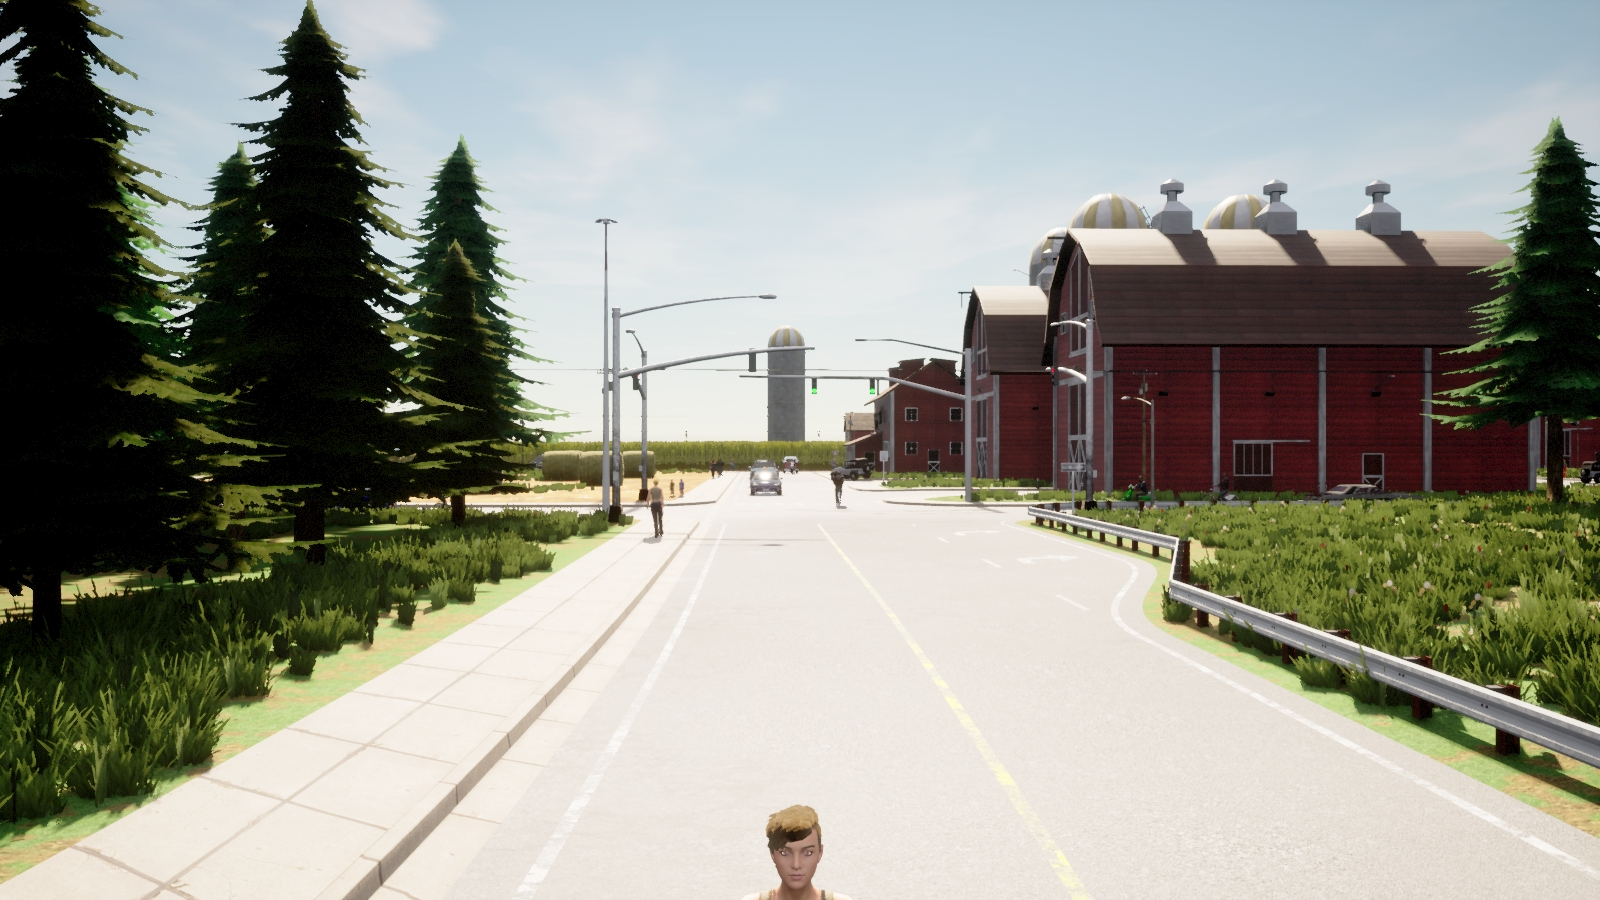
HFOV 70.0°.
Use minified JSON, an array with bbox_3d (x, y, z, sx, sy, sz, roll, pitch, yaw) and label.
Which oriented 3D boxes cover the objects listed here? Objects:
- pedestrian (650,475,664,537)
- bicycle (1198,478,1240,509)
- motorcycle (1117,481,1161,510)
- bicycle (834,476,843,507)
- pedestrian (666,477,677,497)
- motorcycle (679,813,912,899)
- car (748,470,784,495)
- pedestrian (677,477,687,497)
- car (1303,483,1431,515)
[{"bbox_3d":[-4.297,1.672,34.336,0.375,1.860,0.375,0,0,1],"label":"pedestrian"},{"bbox_3d":[19.800,2.064,53.998,1.835,1.471,0.329,0,0,-1],"label":"bicycle"},{"bbox_3d":[15.989,2.145,53.899,1.805,1.316,0.856,0,0,-1],"label":"motorcycle"},{"bbox_3d":[1.906,2.042,57.105,0.329,1.471,1.835,0,0,-2],"label":"bicycle"},{"bbox_3d":[-7.169,2.056,63.969,0.500,1.100,0.500,0,0,9],"label":"pedestrian"},{"bbox_3d":[-0.013,2.128,3.457,0.764,1.307,2.356,0,0,0],"label":"motorcycle"},{"bbox_3d":[-2.153,2.036,72.119,2.163,1.488,4.792,0,0,-2],"label":"car"},{"bbox_3d":[-6.599,2.053,63.730,0.500,1.100,0.500,0,0,-13],"label":"pedestrian"},{"bbox_3d":[25.065,2.158,50.626,4.718,1.301,1.895,0,0,0],"label":"car"}]
